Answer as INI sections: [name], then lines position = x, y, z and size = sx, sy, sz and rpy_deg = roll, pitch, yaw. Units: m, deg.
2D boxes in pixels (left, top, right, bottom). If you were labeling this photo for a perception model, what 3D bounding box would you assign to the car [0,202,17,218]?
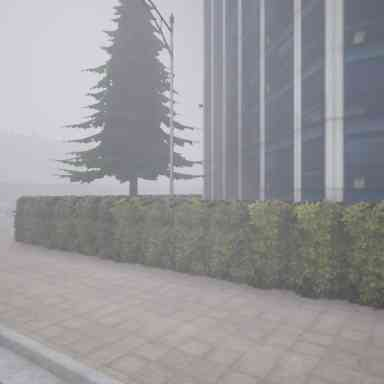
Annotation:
[car]
position = -13.884, 1.436, 29.113
size = 2.128, 1.511, 4.902
rpy_deg = 0, 0, 35
